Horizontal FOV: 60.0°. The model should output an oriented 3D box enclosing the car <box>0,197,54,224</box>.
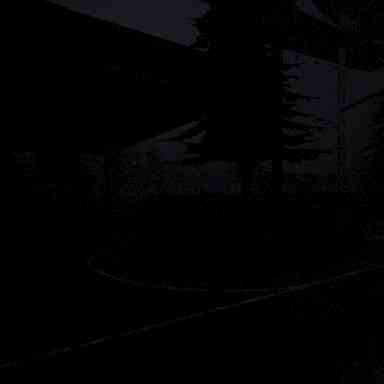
[{"bbox_3d":[-11.955,1.313,23.487,3.866,1.878,1.905,0,0,-36],"label":"car"}]
